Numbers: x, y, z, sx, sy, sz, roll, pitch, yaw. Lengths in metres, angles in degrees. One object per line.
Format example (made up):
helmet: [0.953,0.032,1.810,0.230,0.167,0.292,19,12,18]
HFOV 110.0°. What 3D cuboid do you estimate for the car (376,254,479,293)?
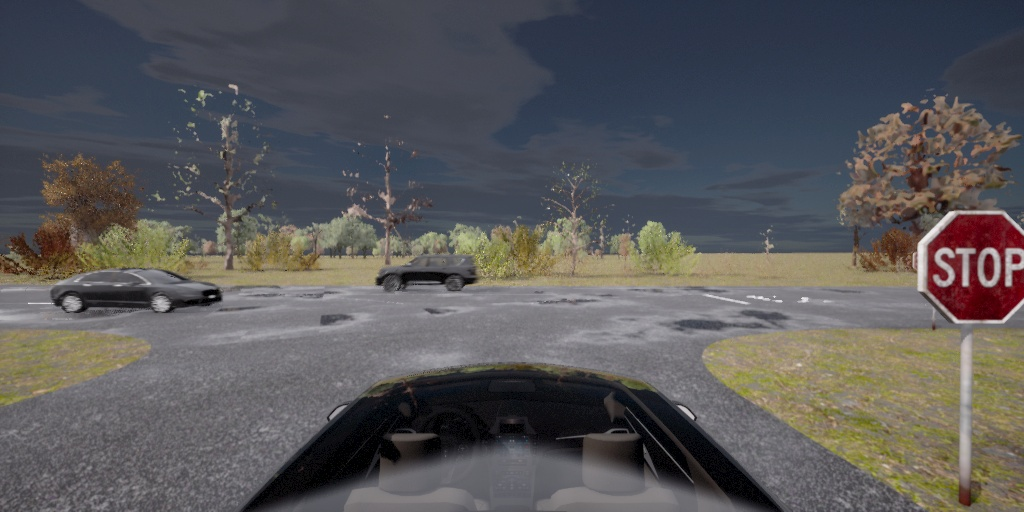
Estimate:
car: [-4.612,0.933,20.000,5.566,2.045,2.150,0,0,-1]

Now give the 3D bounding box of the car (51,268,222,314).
car: [-13.189,1.196,12.791,4.892,1.490,1.837,0,0,-1]
